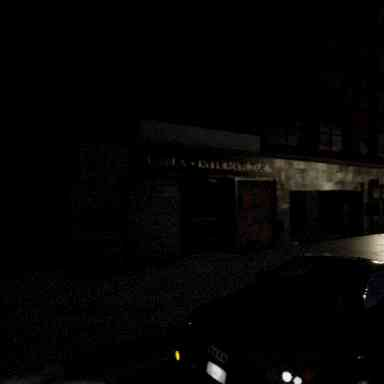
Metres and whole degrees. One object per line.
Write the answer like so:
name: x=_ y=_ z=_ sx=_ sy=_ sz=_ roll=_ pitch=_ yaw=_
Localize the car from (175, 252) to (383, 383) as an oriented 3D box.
car: x=1.858 y=1.575 z=4.393 sx=4.181 sy=1.385 sz=1.994 roll=0 pitch=0 yaw=-35
